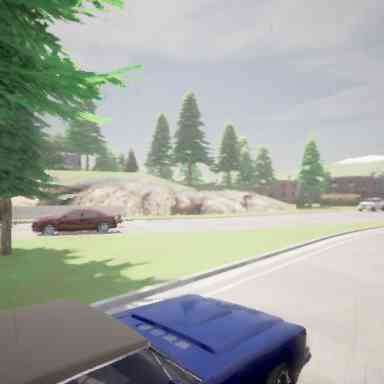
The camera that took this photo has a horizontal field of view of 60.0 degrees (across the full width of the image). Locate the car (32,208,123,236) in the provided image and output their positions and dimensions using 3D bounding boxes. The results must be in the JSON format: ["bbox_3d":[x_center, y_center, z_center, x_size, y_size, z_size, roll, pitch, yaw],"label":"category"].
[{"bbox_3d":[-7.089,1.769,20.495,5.008,1.535,1.882,0,-1,-23],"label":"car"}]

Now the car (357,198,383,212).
[{"bbox_3d":[27.570,1.977,50.946,5.566,2.045,2.150,1,-1,-38],"label":"car"}]

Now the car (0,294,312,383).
[{"bbox_3d":[-0.884,1.642,2.719,4.718,1.301,1.895,1,-1,-45],"label":"car"}]

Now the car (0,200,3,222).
[{"bbox_3d":[-16.378,1.558,24.069,5.566,2.045,2.150,0,-1,-26],"label":"car"}]
